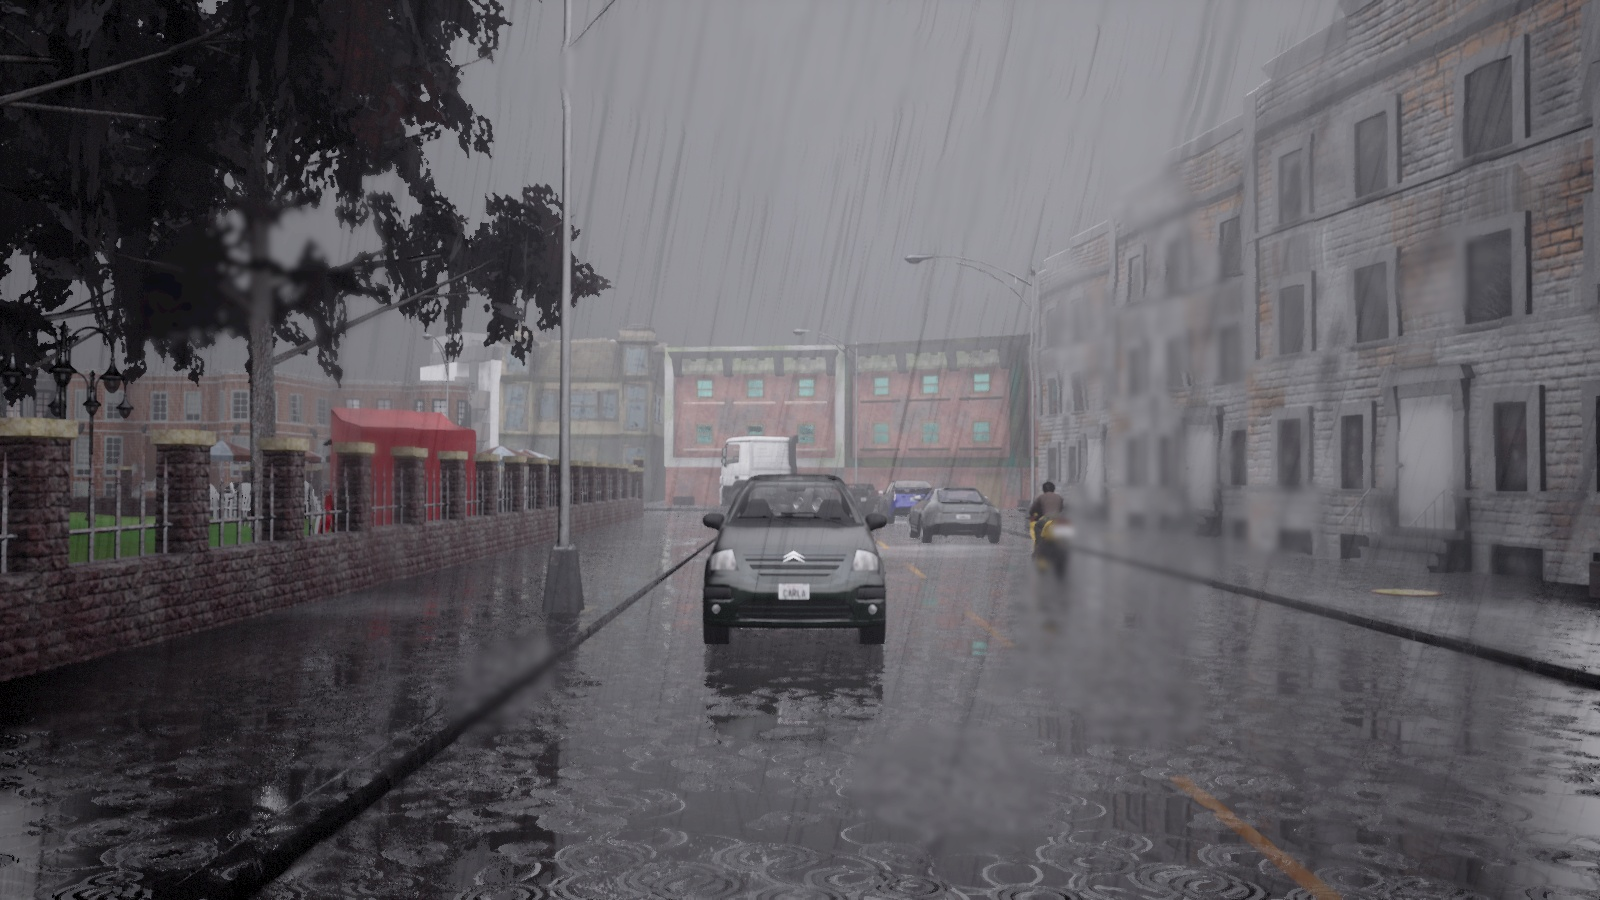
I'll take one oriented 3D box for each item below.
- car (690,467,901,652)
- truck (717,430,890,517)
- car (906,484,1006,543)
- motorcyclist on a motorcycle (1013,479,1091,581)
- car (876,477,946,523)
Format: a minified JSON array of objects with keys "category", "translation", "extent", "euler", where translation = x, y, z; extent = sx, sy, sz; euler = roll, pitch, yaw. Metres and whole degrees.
[{"category":"car","translation":[-0.043,1.007,13.047],"extent":[1.851,1.617,3.988],"euler":[0,-1,0]},{"category":"truck","translation":[-0.006,1.013,53.562],"extent":[2.891,3.462,7.936],"euler":[1,-2,-40]},{"category":"car","translation":[3.893,1.570,31.986],"extent":[1.994,1.385,4.181],"euler":[0,-1,0]},{"category":"motorcyclist on a motorcycle","translation":[3.934,1.222,19.779],"extent":[0.797,1.523,2.044],"euler":[0,-1,0]},{"category":"car","translation":[3.844,1.723,44.323],"extent":[2.007,1.525,4.514],"euler":[0,-1,-1]}]
